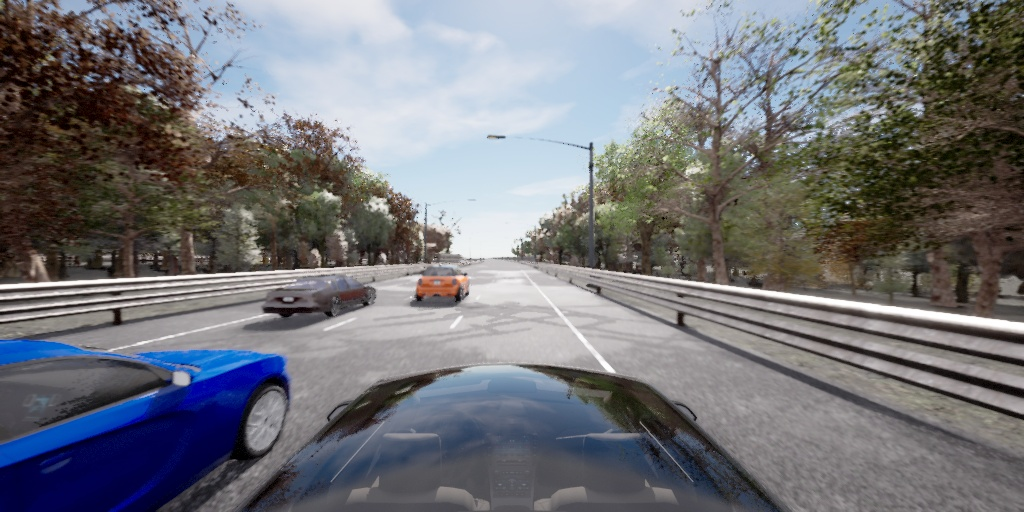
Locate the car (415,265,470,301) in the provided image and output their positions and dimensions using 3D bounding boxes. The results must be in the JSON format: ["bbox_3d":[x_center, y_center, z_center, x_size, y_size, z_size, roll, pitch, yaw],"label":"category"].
[{"bbox_3d":[-3.394,1.251,18.369,2.097,1.767,4.553,0,-1,0],"label":"car"}]

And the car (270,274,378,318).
[{"bbox_3d":[-6.895,1.404,13.568,2.033,1.411,5.357,0,-1,0],"label":"car"}]

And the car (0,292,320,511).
[{"bbox_3d":[-3.400,1.231,2.022,1.882,1.535,5.008,0,-1,0],"label":"car"}]
